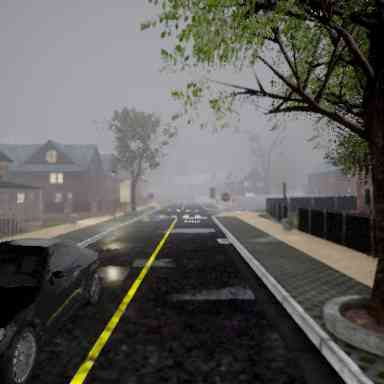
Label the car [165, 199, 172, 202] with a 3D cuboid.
[{"bbox_3d":[-6.628,2.057,85.529,1.895,1.301,4.718,0,-1,-25],"label":"car"}]

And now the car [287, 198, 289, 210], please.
[{"bbox_3d":[11.666,1.381,37.326,4.902,1.511,2.128,-1,0,-2],"label":"car"}]

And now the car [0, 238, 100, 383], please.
[{"bbox_3d":[-2.850,1.554,5.428,1.812,1.442,4.674,0,0,0],"label":"car"}]
